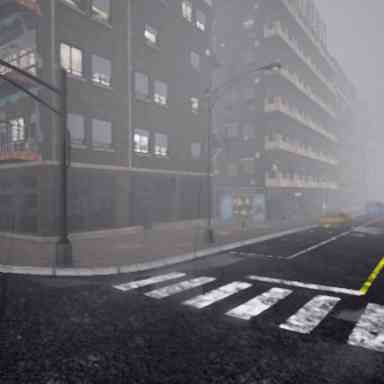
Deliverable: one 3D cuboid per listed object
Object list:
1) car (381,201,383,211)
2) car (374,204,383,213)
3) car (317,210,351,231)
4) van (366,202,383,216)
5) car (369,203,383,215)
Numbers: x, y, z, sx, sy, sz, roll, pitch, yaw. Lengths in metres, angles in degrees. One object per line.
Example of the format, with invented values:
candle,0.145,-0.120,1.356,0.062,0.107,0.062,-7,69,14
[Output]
car,36.503,2.505,61.508,2.192,1.841,5.009,-2,-2,35
car,30.017,2.558,52.252,1.887,1.381,4.507,-2,-2,35
car,10.454,2.007,24.363,1.752,1.417,4.829,-2,-2,35
van,23.526,2.178,43.007,1.690,1.788,3.998,-2,-2,35
car,26.772,2.366,47.630,1.967,1.590,4.097,-2,-2,35
